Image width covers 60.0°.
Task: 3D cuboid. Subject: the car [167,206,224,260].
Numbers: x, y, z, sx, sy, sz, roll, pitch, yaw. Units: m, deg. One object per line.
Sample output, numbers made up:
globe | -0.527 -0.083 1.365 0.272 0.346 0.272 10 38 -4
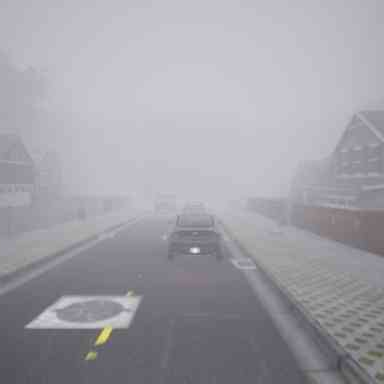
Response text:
car | 0.113 1.478 12.308 1.837 1.490 4.892 0 0 1

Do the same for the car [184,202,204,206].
car | 0.170 1.527 30.388 1.895 1.301 4.718 0 0 0

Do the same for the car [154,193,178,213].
car | -2.750 1.131 36.015 2.150 2.045 5.566 0 0 0
